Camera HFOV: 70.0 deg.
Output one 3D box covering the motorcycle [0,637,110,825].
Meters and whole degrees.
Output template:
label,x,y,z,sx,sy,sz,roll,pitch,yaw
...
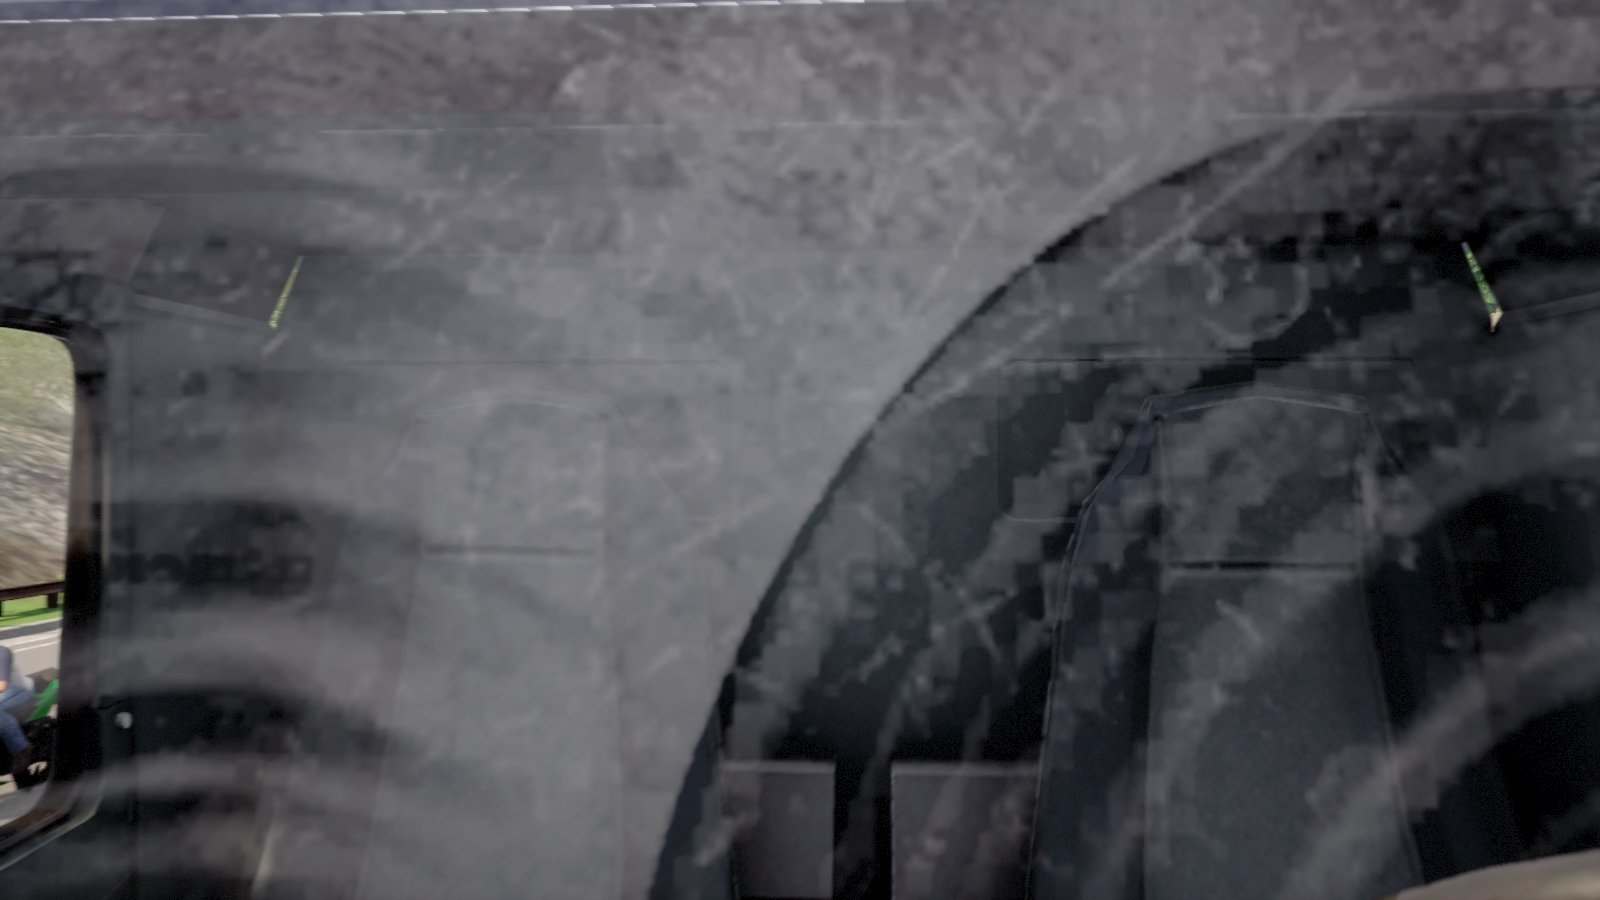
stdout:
label,x,y,z,sx,sy,sz,roll,pitch,yaw
motorcycle,-6.392,2.214,8.780,0.803,1.199,2.033,1,0,5
